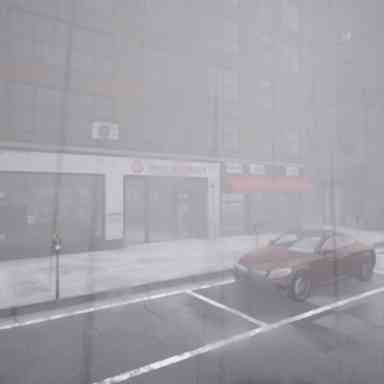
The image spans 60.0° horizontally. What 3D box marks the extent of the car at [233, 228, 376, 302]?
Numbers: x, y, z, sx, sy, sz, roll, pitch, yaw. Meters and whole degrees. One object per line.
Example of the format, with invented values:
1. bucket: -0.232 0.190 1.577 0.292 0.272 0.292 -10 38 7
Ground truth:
1. car: 2.916 1.583 8.204 4.206 1.307 1.802 0 0 -35
